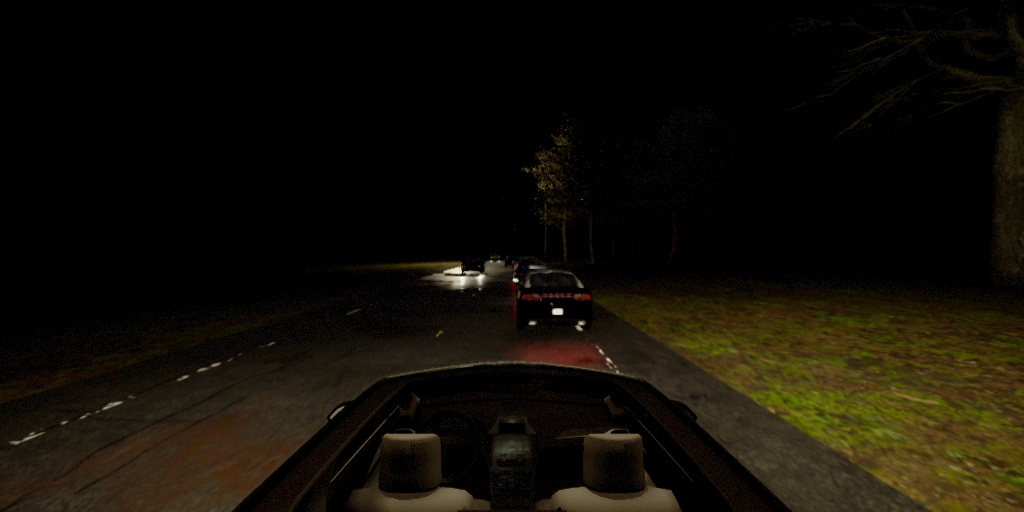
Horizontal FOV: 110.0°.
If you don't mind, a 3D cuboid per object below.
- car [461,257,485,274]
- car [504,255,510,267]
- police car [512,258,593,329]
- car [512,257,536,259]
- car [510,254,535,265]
[{"bbox_3d":[-3.579,0.793,33.770,1.882,1.535,5.008,0,1,0],"label":"car"},{"bbox_3d":[0.024,0.653,47.174,1.837,1.490,4.892,0,1,0],"label":"car"},{"bbox_3d":[1.052,1.039,10.814,1.930,1.638,5.238,0,1,0],"label":"police car"},{"bbox_3d":[1.055,1.003,20.706,1.812,1.442,4.674,0,1,0],"label":"car"},{"bbox_3d":[1.055,0.753,26.674,2.097,1.767,4.553,0,1,0],"label":"car"}]
